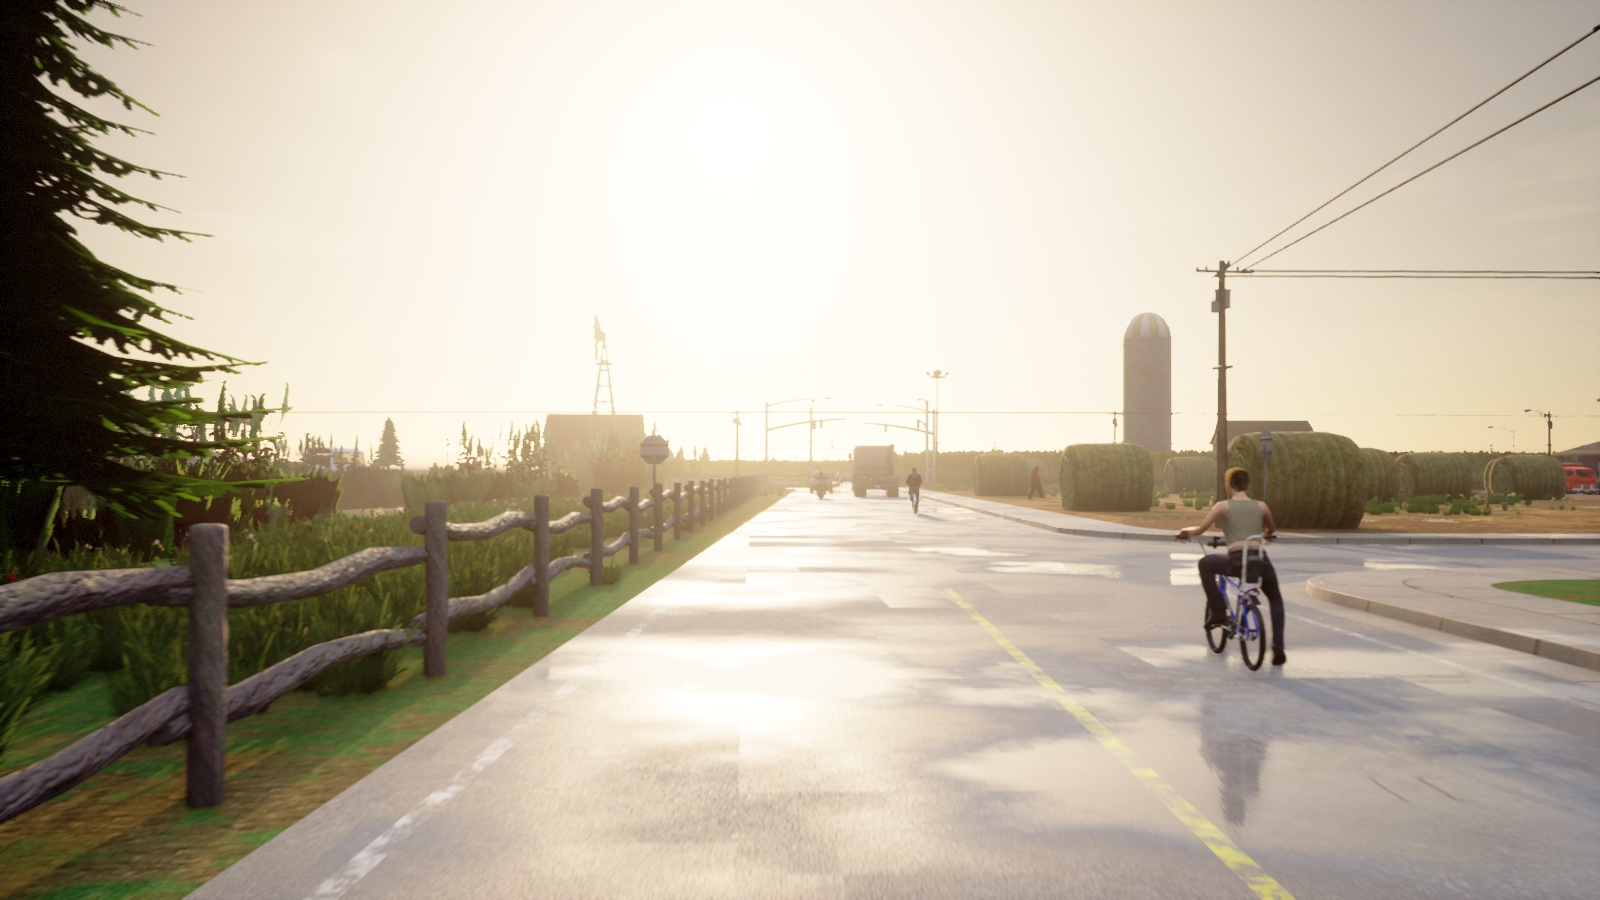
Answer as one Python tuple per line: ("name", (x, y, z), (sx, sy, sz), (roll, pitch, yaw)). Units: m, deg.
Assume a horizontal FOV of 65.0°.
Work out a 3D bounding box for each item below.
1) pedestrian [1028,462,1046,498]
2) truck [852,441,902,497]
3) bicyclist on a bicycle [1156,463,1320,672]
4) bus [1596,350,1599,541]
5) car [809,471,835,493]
("pedestrian", (12.253, 1.562, 64.974), (0.899, 1.844, 0.634), (0, -1, 10))
("truck", (4.937, 1.252, 82.038), (2.891, 3.462, 7.936), (0, -1, 1))
("bicyclist on a bicycle", (3.599, 0.921, 10.473), (0.866, 1.612, 1.509), (0, -1, 2))
("bus", (23.041, -0.154, 26.279), (10.273, 4.253, 3.944), (0, -1, -2))
("car", (1.630, 2.325, 92.303), (1.851, 1.617, 3.988), (0, -1, 1))
